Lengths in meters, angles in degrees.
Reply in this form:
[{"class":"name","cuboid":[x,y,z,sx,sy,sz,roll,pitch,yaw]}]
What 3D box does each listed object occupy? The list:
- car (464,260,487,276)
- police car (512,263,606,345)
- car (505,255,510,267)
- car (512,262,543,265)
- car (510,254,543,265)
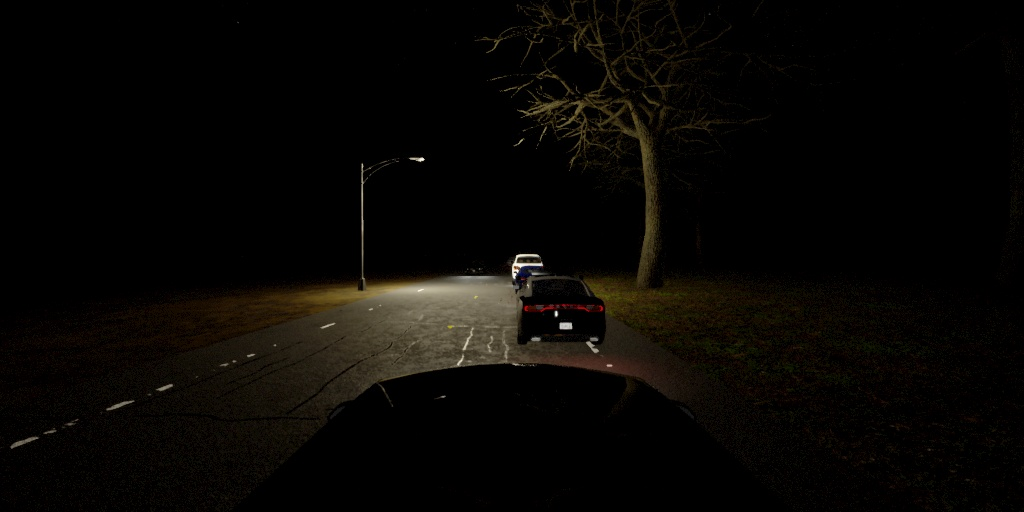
[{"class":"car","cuboid":[-3.545,1.119,35.671,1.837,1.490,4.892,0,0,0]},{"class":"police car","cuboid":[1.063,1.164,9.628,1.930,1.638,5.238,0,0,0]},{"class":"car","cuboid":[0.148,0.911,54.525,1.812,1.442,4.674,0,1,0]},{"class":"car","cuboid":[1.079,1.236,19.519,1.812,1.442,4.674,0,0,0]},{"class":"car","cuboid":[1.089,0.909,25.549,2.150,2.045,5.566,0,0,0]}]
